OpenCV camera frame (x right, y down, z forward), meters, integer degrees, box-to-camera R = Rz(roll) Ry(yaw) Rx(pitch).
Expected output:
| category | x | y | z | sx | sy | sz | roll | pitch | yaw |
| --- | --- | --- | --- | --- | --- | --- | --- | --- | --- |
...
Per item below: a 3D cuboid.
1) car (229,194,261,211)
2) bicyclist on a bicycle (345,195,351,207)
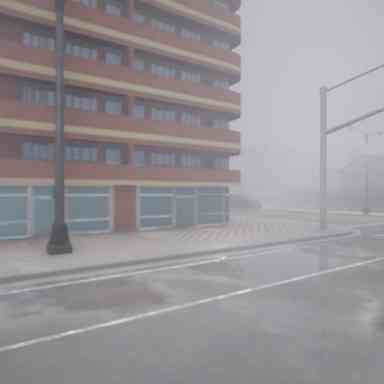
| category | x | y | z | sx | sy | sz | roll | pitch | yaw |
| --- | --- | --- | --- | --- | --- | --- | --- | --- | --- |
| car | 6.060 | 1.238 | 41.353 | 2.150 | 2.045 | 5.566 | 0 | 0 | -35 |
| bicyclist on a bicycle | 22.580 | 1.328 | 48.184 | 1.656 | 1.620 | 0.582 | 0 | 0 | -35 |
